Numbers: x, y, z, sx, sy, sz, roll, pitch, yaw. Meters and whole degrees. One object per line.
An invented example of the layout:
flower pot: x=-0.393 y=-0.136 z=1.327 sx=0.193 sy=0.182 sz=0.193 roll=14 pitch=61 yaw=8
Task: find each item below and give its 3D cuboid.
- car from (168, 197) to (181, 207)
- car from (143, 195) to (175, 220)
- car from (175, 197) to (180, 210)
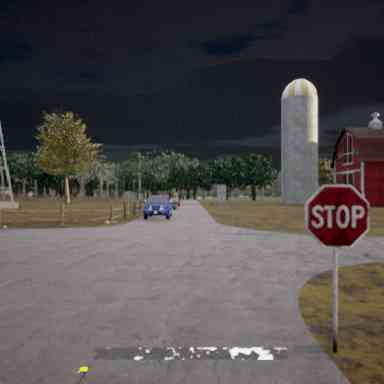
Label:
car: x=-2.968 y=1.670 z=56.493 sx=1.882 sy=1.535 sz=5.008 roll=0 pitch=0 yaw=0
car: x=-2.919 y=1.268 z=29.337 sx=2.150 sy=2.045 sz=5.566 roll=0 pitch=0 yaw=0
car: x=-2.955 y=1.654 z=43.783 sx=2.033 sy=1.411 sz=5.357 roll=0 pitch=0 yaw=0
